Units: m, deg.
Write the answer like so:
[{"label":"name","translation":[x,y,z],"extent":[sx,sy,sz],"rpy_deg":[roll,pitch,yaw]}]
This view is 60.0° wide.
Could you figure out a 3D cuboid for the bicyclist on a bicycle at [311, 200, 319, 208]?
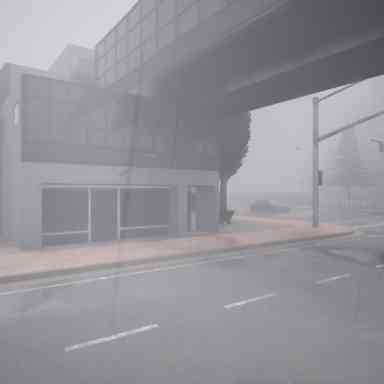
[{"label":"bicyclist on a bicycle","translation":[15.798,1.301,42.754],"extent":[1.656,1.620,0.582],"rpy_deg":[0,0,-36]}]

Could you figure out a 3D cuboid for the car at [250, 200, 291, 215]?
[{"label":"car","translation":[8.062,1.525,34.708],"extent":[1.812,1.442,4.674],"rpy_deg":[0,0,-36]}]
